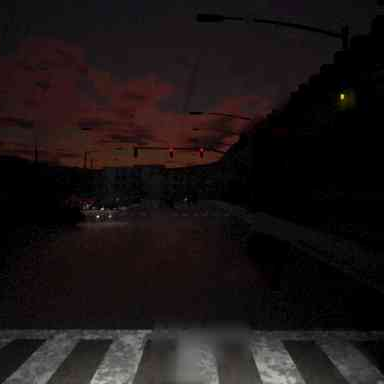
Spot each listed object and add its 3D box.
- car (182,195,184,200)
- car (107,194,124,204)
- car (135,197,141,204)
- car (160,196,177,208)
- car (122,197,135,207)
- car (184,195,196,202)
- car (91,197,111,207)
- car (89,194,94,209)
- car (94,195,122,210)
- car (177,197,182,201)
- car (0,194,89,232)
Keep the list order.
[{"bbox_3d":[-1.379,1.390,83.471,2.128,1.511,4.902,0,0,-17],"label":"car"},{"bbox_3d":[-14.125,1.352,61.871,2.097,1.767,4.553,0,0,0],"label":"car"},{"bbox_3d":[-10.625,1.547,61.743,2.033,1.411,5.357,0,0,0],"label":"car"},{"bbox_3d":[-3.478,1.505,47.042,1.837,1.490,4.892,0,0,0],"label":"car"},{"bbox_3d":[-10.631,1.601,51.401,1.895,1.301,4.718,0,0,0],"label":"car"},{"bbox_3d":[-0.113,1.518,73.392,2.128,1.511,4.902,0,0,-3],"label":"car"},{"bbox_3d":[-14.133,1.505,51.898,1.837,1.490,4.892,0,0,0],"label":"car"},{"bbox_3d":[-14.132,1.221,42.089,2.150,2.045,5.566,0,0,1],"label":"car"},{"bbox_3d":[-10.628,1.526,42.296,1.812,1.442,4.674,0,0,0],"label":"car"},{"bbox_3d":[-4.596,1.595,81.952,1.895,1.301,4.718,0,0,-17],"label":"car"},{"bbox_3d":[-9.580,1.222,20.386,5.566,2.045,2.150,0,1,-41],"label":"car"}]
